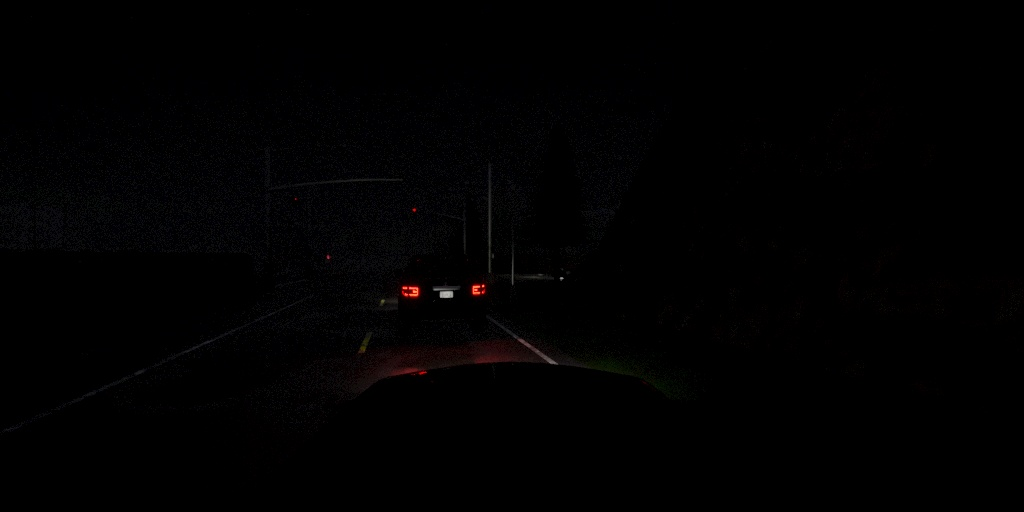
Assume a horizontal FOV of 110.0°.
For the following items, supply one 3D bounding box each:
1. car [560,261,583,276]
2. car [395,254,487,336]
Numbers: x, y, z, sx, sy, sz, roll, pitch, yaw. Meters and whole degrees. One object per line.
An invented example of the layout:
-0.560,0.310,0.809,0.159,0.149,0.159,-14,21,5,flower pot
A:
6.571,1.227,35.306,5.008,1.535,1.882,0,0,-19,car
-2.256,0.971,10.740,2.150,2.045,5.566,0,0,-17,car
